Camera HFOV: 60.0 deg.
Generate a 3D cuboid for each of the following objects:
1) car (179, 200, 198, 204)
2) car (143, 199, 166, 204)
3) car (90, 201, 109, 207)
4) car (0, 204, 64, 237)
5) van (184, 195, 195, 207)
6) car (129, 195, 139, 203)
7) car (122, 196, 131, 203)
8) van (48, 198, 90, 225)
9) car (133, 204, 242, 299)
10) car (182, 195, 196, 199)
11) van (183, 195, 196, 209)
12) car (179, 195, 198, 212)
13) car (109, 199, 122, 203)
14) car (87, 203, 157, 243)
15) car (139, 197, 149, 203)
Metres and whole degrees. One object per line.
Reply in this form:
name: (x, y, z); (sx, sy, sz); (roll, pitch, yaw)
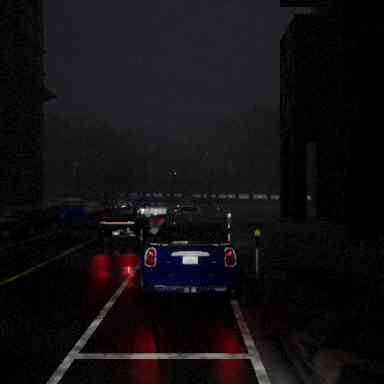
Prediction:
car: (-0.384, 1.527, 23.743); (1.752, 1.417, 4.829); (0, 0, 0)
car: (-3.145, 1.622, 31.175); (1.895, 1.301, 4.718); (0, 0, 0)
car: (-8.909, 1.529, 28.841); (1.752, 1.417, 4.829); (0, 0, 0)
car: (-8.909, 1.567, 18.136); (1.947, 1.339, 4.313); (0, 0, 0)
van: (-0.384, 1.355, 50.761); (1.690, 1.788, 3.998); (0, 0, 0)
car: (-8.910, 1.451, 45.324); (1.967, 1.590, 4.097); (0, 0, 0)
car: (-8.909, 1.534, 39.716); (1.752, 1.417, 4.829); (0, 0, 0)
van: (-8.909, 1.343, 23.573); (1.690, 1.788, 3.998); (0, 0, 0)
car: (-0.032, 1.352, 8.620); (2.097, 1.767, 4.553); (0, 0, 0)
car: (-0.384, 1.446, 34.448); (1.967, 1.590, 4.097); (0, 0, 0)
van: (-0.384, 1.352, 45.324); (1.690, 1.788, 3.998); (0, 0, 0)
car: (-0.384, 1.323, 39.886); (2.192, 1.841, 5.009); (0, 0, 0)
car: (-8.909, 1.572, 34.448); (1.947, 1.339, 4.313); (0, 0, 0)
car: (-3.145, 1.497, 16.145); (2.128, 1.511, 4.902); (0, 0, 0)
car: (-6.145, 1.668, 48.115); (1.895, 1.301, 4.718); (0, 0, 0)
